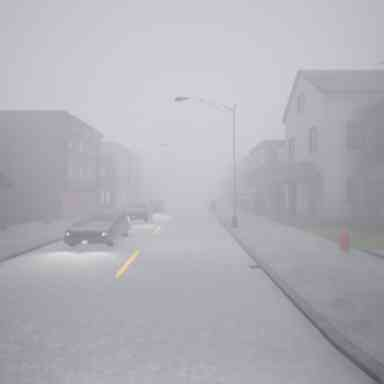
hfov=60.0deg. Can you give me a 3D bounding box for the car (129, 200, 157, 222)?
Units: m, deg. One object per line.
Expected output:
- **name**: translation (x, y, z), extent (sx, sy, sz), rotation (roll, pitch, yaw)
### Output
- **car**: translation (-4.088, 1.458, 25.594), extent (1.837, 1.490, 4.892), rotation (0, 0, 0)

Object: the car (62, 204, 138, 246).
- **car**: translation (-4.086, 1.520, 15.313), extent (2.033, 1.411, 5.357), rotation (0, 0, 0)

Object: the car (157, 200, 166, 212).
- **car**: translation (-4.065, 1.534, 37.004), extent (1.895, 1.301, 4.718), rotation (0, 0, 0)
